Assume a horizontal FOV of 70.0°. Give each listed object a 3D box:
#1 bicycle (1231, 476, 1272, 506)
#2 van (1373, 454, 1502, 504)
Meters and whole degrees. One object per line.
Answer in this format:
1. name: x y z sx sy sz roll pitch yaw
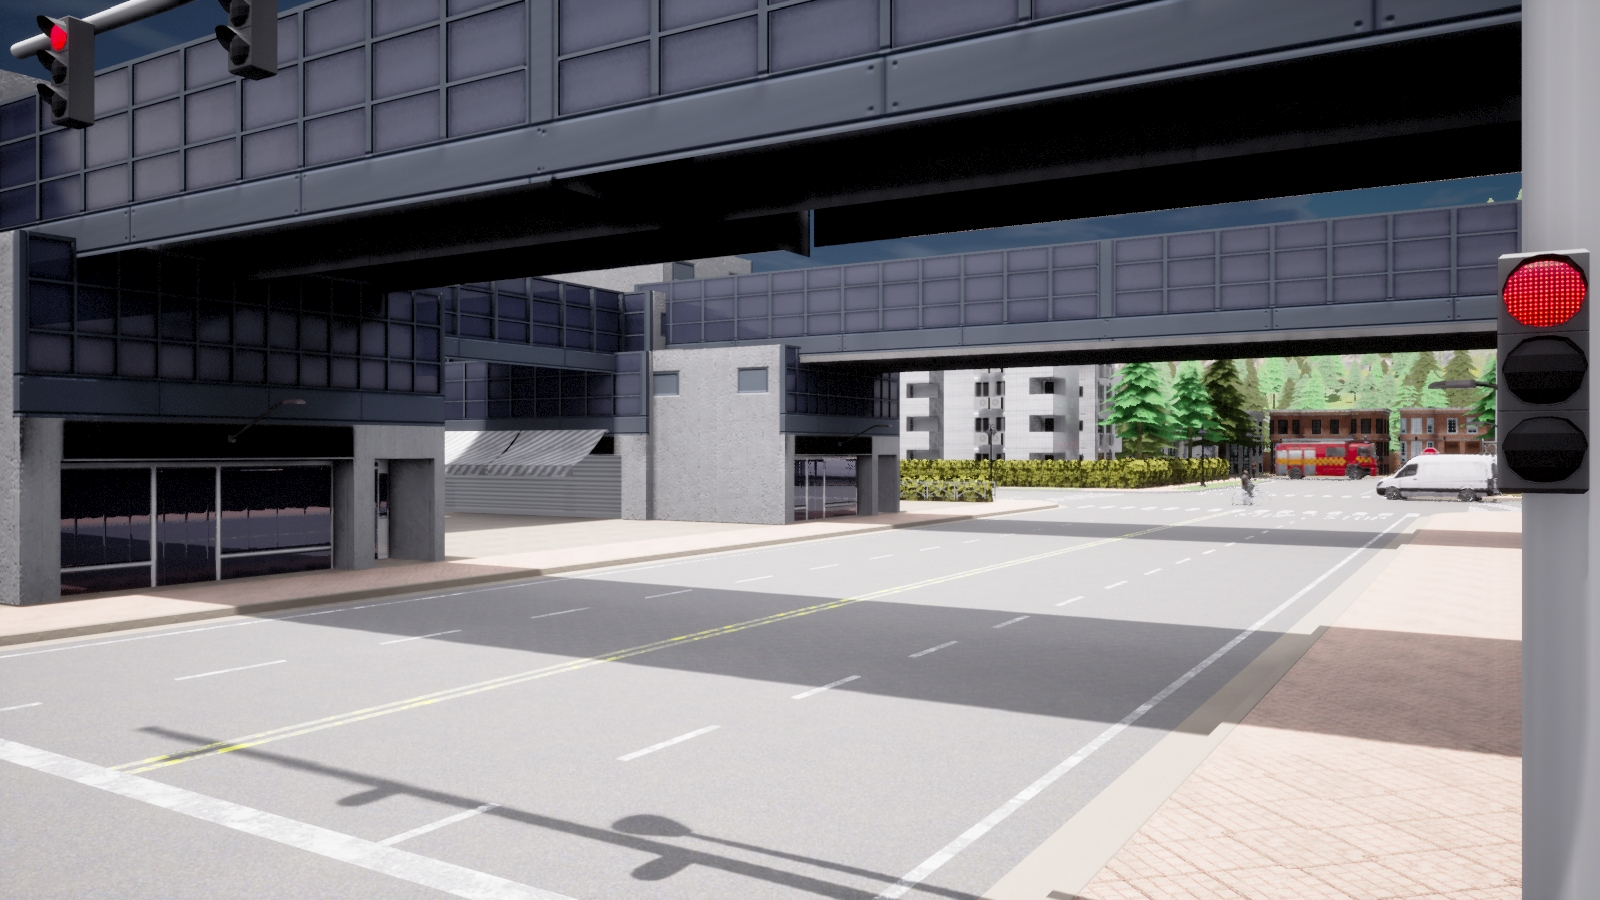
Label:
1. bicycle: 22.601 2.060 57.207 1.835 1.471 0.329 0 0 31
2. van: 34.963 1.534 62.789 5.915 2.561 1.988 0 0 42
